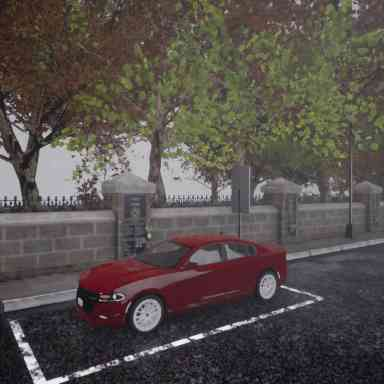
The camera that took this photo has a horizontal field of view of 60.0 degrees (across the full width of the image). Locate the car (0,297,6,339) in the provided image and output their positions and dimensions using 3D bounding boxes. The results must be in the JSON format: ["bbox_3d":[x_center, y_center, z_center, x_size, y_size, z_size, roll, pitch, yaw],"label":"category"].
[{"bbox_3d":[-4.476,1.551,3.467,4.403,1.369,2.008,0,0,-35],"label":"car"}]

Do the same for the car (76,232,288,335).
[{"bbox_3d":[0.013,1.545,6.715,4.507,1.381,1.887,0,0,-35],"label":"car"}]
